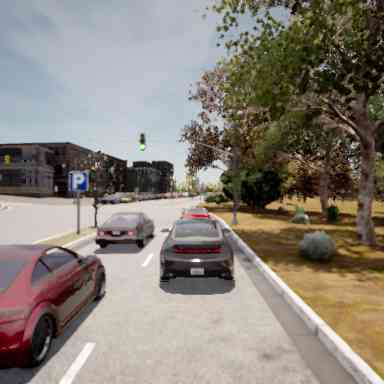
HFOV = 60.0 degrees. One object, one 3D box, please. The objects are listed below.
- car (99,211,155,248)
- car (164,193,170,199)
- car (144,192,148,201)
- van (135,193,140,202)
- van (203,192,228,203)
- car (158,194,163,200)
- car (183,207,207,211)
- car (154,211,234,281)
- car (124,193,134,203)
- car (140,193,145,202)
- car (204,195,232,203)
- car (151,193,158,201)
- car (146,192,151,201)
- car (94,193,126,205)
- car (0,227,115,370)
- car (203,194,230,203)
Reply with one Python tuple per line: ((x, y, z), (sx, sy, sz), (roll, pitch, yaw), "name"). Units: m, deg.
((-2.827, 1.585, 14.993), (2.033, 1.411, 5.357), (0, 0, 1), "car")
((-9.660, 1.391, 93.728), (5.008, 1.535, 2.097), (-1, 0, -11), "car")
((-12.674, 1.418, 72.797), (4.674, 1.452, 2.002), (-1, 0, -13), "car")
((-13.272, 1.147, 66.831), (4.442, 1.987, 1.878), (-1, 0, -14), "van")
((4.255, 1.091, 60.449), (4.442, 1.987, 1.878), (1, 0, -14), "van")
((-11.042, 1.134, 84.788), (5.566, 2.045, 2.435), (-1, 0, -12), "car")
((0.187, 1.653, 21.726), (1.895, 1.301, 4.718), (0, 0, -1), "car")
((0.131, 1.530, 9.879), (1.837, 1.490, 4.892), (0, 0, 0), "car")
((-13.828, 1.364, 60.839), (5.366, 1.575, 1.946), (-1, 0, -15), "car")
((-13.045, 1.378, 69.802), (4.892, 1.521, 2.231), (-1, 0, -14), "car")
((5.172, 1.317, 66.413), (5.366, 1.575, 1.946), (1, 0, -13), "car")
((-11.491, 1.424, 81.782), (4.674, 1.452, 2.002), (-1, 0, -12), "car")
((-12.303, 1.421, 75.799), (4.674, 1.452, 2.002), (-1, 0, -13), "car")
((-14.472, 1.404, 57.846), (4.792, 1.488, 2.163), (-1, 0, -15), "car")
((-2.883, 1.578, 5.758), (1.994, 1.385, 4.181), (0, 0, 0), "car")
((4.637, 1.192, 63.419), (4.553, 1.767, 2.185), (1, 0, -14), "car")
